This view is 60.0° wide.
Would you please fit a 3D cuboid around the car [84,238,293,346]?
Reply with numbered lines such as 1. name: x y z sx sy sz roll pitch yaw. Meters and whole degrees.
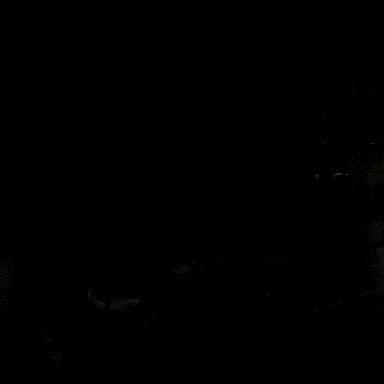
1. car: 0.153 1.582 6.287 4.206 1.307 1.802 0 0 -35
